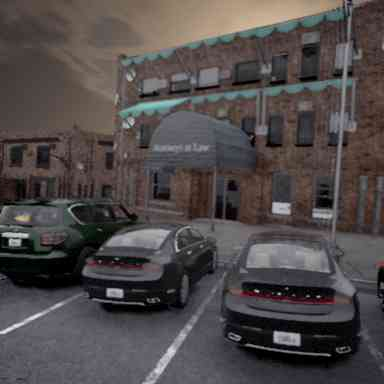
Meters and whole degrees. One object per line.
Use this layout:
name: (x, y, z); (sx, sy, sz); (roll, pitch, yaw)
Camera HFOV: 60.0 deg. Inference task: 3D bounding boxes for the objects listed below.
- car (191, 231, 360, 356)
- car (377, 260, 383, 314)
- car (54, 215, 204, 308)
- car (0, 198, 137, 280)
car: (1.745, 1.466, 6.199); (2.231, 1.521, 4.892); (0, -1, 15)
car: (4.126, 1.351, 4.474); (2.185, 1.767, 4.553); (0, -1, 16)
car: (-0.650, 1.456, 7.901); (2.231, 1.521, 4.892); (0, -1, 15)
car: (-3.032, 1.205, 9.635); (2.435, 2.045, 5.566); (0, -1, 15)
